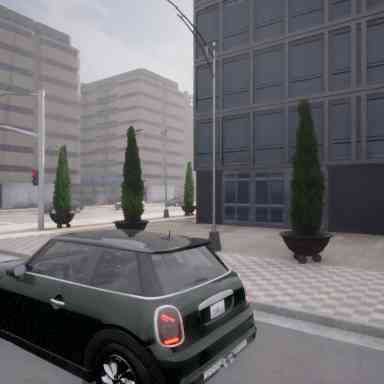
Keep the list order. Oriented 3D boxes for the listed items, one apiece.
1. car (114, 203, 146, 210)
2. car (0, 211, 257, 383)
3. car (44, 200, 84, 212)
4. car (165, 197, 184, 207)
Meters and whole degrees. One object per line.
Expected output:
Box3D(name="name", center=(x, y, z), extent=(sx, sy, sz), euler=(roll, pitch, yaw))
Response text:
Box3D(name="car", center=(-8.168, 1.581, 44.296), extent=(1.812, 1.442, 4.674), euler=(0, 0, 35))
Box3D(name="car", center=(-1.439, 1.352, 5.018), extent=(4.553, 1.767, 2.097), euler=(0, 0, 35))
Box3D(name="car", center=(-14.062, 1.560, 35.955), extent=(1.837, 1.490, 4.892), euler=(0, 0, 35))
Box3D(name="car", center=(-2.220, 1.560, 52.716), extent=(1.837, 1.490, 4.892), euler=(0, 0, 35))
